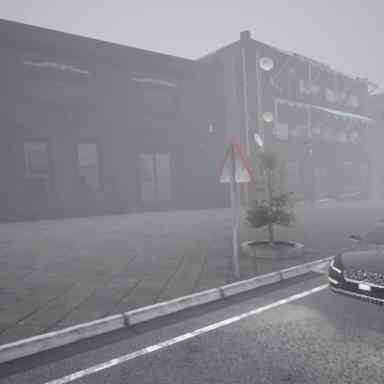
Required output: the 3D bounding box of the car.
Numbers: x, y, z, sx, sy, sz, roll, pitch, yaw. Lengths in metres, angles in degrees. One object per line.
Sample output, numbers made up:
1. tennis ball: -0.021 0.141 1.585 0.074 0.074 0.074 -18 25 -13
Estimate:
1. car: 4.820 1.296 7.120 4.892 1.490 1.837 -2 1 -38
